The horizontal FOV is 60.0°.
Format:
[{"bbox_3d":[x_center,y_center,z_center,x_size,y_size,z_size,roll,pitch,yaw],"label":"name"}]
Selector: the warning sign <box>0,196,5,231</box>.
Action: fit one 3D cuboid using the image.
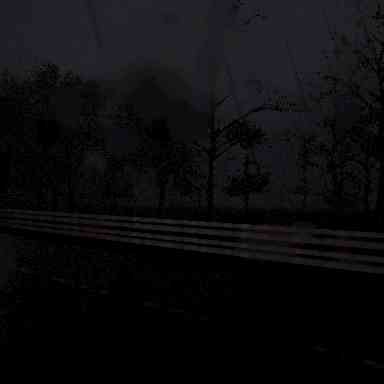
[{"bbox_3d":[-10.661,1.120,17.347,1.060,1.860,1.300,0,0,37],"label":"warning sign"}]
